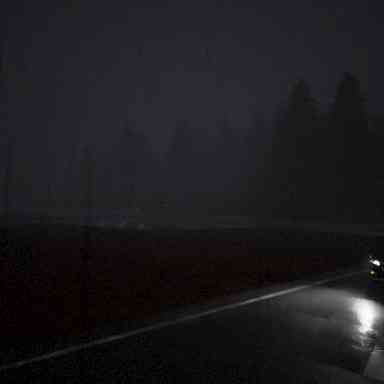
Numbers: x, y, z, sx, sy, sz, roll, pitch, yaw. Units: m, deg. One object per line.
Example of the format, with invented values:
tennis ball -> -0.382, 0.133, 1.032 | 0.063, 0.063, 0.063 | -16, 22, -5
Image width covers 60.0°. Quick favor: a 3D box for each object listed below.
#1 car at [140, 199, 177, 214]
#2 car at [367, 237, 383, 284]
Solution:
car -> -3.970, 1.553, 38.585 | 4.553, 1.767, 2.097 | 0, 0, 38
car -> 6.395, 1.572, 8.586 | 4.892, 1.490, 1.837 | 1, 0, -36
